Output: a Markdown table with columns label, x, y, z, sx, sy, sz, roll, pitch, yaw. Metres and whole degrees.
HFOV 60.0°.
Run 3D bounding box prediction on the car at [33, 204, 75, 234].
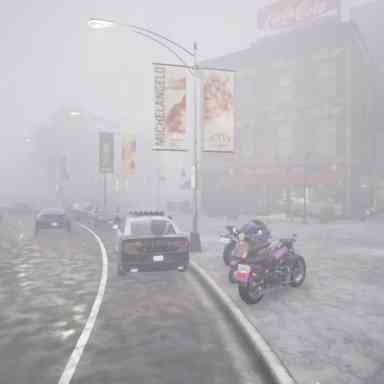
| label | x | y | z | sx | sy | sz | roll | pitch | yaw |
| --- | --- | --- | --- | --- | --- | --- | --- | --- | --- |
| car | -8.170 | 1.519 | 19.448 | 1.812 | 1.442 | 4.674 | 0 | 0 | -25 |

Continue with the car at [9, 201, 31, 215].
| label | x | y | z | sx | sy | sz | roll | pitch | yaw |
| --- | --- | --- | --- | --- | --- | --- | --- | --- | --- |
| car | -17.741 | 1.548 | 33.349 | 1.994 | 1.385 | 4.181 | 0 | 0 | -43 |

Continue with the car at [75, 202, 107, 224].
| label | x | y | z | sx | sy | sz | roll | pitch | yaw |
| --- | --- | --- | --- | --- | --- | --- | --- | --- | --- |
| car | -9.001 | 1.513 | 27.548 | 2.002 | 1.452 | 4.674 | 0 | 0 | -34 |

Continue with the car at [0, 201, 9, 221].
| label | x | y | z | sx | sy | sz | roll | pitch | yaw |
| --- | --- | --- | --- | --- | --- | --- | --- | --- | --- |
| car | -16.013 | 1.533 | 25.998 | 2.033 | 1.411 | 5.357 | 0 | 0 | -36 |

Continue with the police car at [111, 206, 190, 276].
| label | x | y | z | sx | sy | sz | roll | pitch | yaw |
| --- | --- | --- | --- | --- | --- | --- | --- | --- | --- |
| police car | -1.475 | 1.424 | 10.678 | 1.930 | 1.638 | 5.238 | 0 | 0 | -15 |
